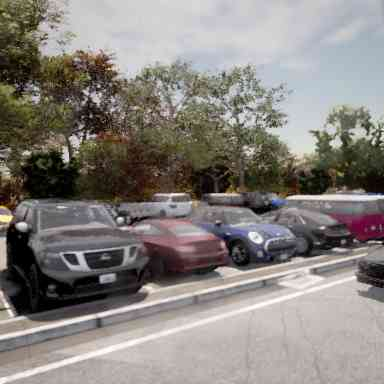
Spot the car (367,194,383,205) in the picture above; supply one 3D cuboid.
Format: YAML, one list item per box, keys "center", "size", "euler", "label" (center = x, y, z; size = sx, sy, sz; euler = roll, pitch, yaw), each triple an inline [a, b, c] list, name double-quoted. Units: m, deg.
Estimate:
- center: [27.285, 1.031, 46.169]
  size: [2.231, 1.521, 4.892]
  euler: [-1, 1, -36]
  label: "car"

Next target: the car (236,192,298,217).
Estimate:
- center: [6.989, 1.080, 31.593]
  size: [2.435, 2.045, 5.566]
  euler: [-1, 0, -36]
  label: "car"

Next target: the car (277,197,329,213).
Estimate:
- center: [11.510, 1.314, 34.830]
  size: [2.163, 1.488, 4.792]
  euler: [-1, 0, -36]
  label: "car"

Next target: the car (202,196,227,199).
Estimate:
- center: [0.094, 1.382, 26.921]
  size: [1.946, 1.575, 5.366]
  euler: [0, 0, -36]
  label: "car"

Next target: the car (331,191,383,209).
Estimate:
- center: [20.532, 0.893, 41.290]
  size: [2.435, 2.045, 5.566]
  euler: [-1, 1, -36]
  label: "car"

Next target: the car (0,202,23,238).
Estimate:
- center: [-10.974, 1.463, 18.539]
  size: [1.946, 1.575, 5.366]
  euler: [0, 0, -36]
  label: "car"

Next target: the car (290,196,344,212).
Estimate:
- center: [13.639, 1.248, 36.617]
  size: [1.946, 1.575, 5.366]
  euler: [-1, 0, -36]
  label: "car"

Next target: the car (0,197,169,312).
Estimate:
- center: [-3.128, 1.213, 8.263]
  size: [2.435, 2.045, 5.566]
  euler: [0, 0, -36]
  label: "car"

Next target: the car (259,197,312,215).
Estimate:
- center: [9.213, 1.338, 33.257]
  size: [2.163, 1.488, 4.792]
  euler: [-1, 0, -36]
  label: "car"

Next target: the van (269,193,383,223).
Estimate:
- center: [5.904, 1.172, 14.909]
  size: [1.878, 1.987, 4.442]
  euler: [0, 0, -36]
  label: "van"

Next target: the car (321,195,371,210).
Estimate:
- center: [18.266, 1.183, 39.696]
  size: [2.231, 1.521, 4.892]
  euler: [-1, 1, -36]
  label: "car"

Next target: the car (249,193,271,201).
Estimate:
- center: [4.698, 1.101, 30.023]
  size: [2.435, 2.045, 5.566]
  euler: [0, 0, -36]
  label: "car"

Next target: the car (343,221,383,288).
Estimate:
- center: [6.172, 1.484, 8.093]
  size: [5.357, 1.411, 2.033]
  euler: [-1, 0, -36]
  label: "car"

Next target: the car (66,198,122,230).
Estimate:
- center: [-6.588, 1.308, 21.946]
  size: [2.185, 1.767, 4.553]
  euler: [0, 0, -36]
  label: "car"

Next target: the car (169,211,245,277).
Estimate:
- center: [-0.863, 1.488, 9.917]
  size: [2.002, 1.452, 4.674]
  euler: [0, 0, -36]
  label: "car"

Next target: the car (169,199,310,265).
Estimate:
- center: [1.396, 1.305, 11.576]
  size: [2.185, 1.767, 4.553]
  euler: [0, 0, -36]
  label: "car"

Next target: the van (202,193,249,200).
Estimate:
- center: [2.389, 1.143, 28.479]
  size: [1.878, 1.987, 4.442]
  euler: [0, 0, -36]
  label: "van"

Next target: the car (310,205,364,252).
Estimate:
- center: [3.698, 1.416, 13.177]
  size: [2.231, 1.521, 4.892]
  euler: [0, 0, -36]
  label: "car"

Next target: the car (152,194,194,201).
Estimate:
- center: [-2.072, 1.150, 25.176]
  size: [2.435, 2.045, 5.566]
  euler: [0, 0, -36]
  label: "car"

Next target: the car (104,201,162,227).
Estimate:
- center: [-4.294, 1.447, 23.514]
  size: [2.163, 1.488, 4.792]
  euler: [0, 0, -36]
  label: "car"
